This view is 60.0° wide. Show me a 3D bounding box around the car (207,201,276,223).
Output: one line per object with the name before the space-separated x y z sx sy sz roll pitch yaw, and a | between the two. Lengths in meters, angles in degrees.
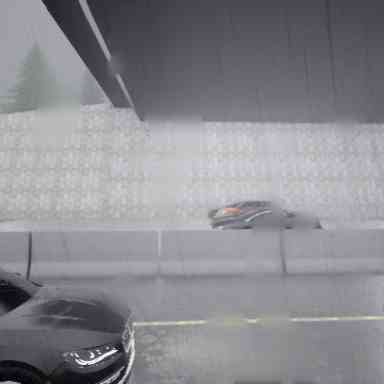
car | 3.674 1.488 25.337 4.892 1.490 1.837 0 0 -4

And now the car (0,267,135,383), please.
car | -3.111 1.507 3.653 4.892 1.490 1.837 0 0 -4

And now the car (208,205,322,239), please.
car | 3.224 1.481 14.785 4.902 1.511 2.128 0 0 -4

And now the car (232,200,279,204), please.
car | 3.803 1.337 21.838 4.553 1.767 2.097 0 0 -4
